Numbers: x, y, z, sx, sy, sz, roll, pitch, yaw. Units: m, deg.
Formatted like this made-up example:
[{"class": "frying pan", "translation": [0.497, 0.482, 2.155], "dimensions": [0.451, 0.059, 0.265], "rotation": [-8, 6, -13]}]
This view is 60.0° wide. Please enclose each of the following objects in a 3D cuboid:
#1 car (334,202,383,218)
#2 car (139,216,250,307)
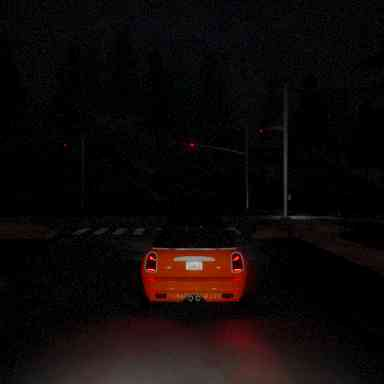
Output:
[{"class": "car", "translation": [14.337, 1.446, 27.389], "dimensions": [4.718, 1.301, 1.895], "rotation": [0, 0, 0]}, {"class": "car", "translation": [0.049, 1.354, 8.144], "dimensions": [2.097, 1.767, 4.553], "rotation": [0, 0, 0]}]
